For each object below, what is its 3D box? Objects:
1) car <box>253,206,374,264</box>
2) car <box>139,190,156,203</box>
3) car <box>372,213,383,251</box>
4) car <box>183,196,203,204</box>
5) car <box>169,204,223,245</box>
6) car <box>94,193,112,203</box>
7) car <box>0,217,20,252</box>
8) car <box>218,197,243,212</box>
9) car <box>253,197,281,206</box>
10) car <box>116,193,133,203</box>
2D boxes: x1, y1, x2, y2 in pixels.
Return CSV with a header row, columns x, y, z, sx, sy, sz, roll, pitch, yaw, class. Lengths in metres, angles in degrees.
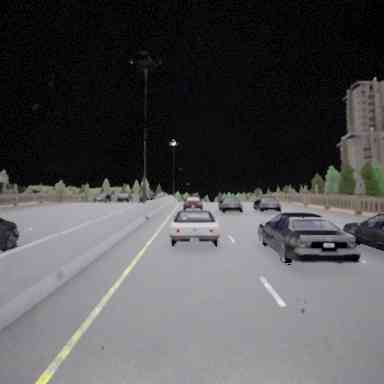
x,y,z,sx,sy,sz,roll,pitch,yaw,class
3.598,1.416,11.252,2.033,1.411,5.357,0,1,0,car
-7.009,0.676,52.743,2.150,2.045,5.566,0,-1,0,car
7.098,1.416,11.229,2.033,1.411,5.357,0,1,0,car
0.095,1.108,32.140,1.812,1.442,4.674,0,1,0,car
0.098,1.426,14.415,1.895,1.301,4.718,0,1,0,car
-14.012,0.948,52.394,2.128,1.511,4.902,0,-1,0,car
-7.101,1.408,10.187,1.812,1.442,4.674,0,1,0,car
3.595,1.153,31.676,1.994,1.385,4.181,0,1,0,car
7.095,1.152,31.781,1.994,1.385,4.181,0,1,0,car
-10.513,0.931,52.250,1.882,1.535,5.008,0,-1,0,car
